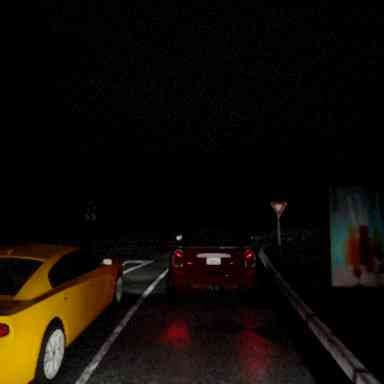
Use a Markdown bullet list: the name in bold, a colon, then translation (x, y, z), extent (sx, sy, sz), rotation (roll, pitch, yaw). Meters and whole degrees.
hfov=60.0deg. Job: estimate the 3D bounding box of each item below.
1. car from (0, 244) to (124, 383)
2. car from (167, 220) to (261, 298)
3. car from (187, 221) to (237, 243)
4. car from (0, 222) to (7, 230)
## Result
- **car**: translation (-2.538, 1.600, 5.551), extent (1.882, 1.535, 5.008), rotation (0, -2, 3)
- **car**: translation (0.587, 1.623, 9.323), extent (2.097, 1.767, 4.553), rotation (0, -3, 3)
- **car**: translation (1.641, 2.958, 25.408), extent (1.837, 1.490, 4.892), rotation (-3, -6, 30)
- **car**: translation (-27.988, 4.611, 45.958), extent (1.994, 1.385, 4.181), rotation (-4, -6, 39)
